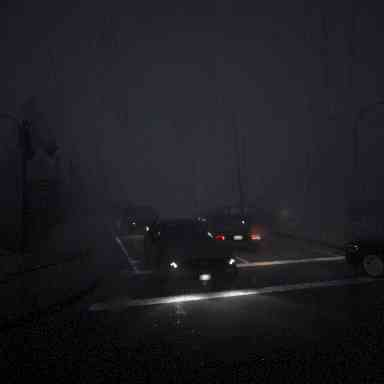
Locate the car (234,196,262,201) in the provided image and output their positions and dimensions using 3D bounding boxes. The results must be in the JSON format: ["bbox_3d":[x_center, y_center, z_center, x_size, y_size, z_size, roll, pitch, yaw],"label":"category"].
[{"bbox_3d":[7.327,1.287,46.177,2.007,1.523,4.514,0,0,-17],"label":"car"}]

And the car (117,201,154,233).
[{"bbox_3d":[-3.111,1.529,19.954,2.033,1.411,5.357,0,0,-17],"label":"car"}]

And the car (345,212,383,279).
[{"bbox_3d":[6.534,1.475,8.257,5.008,1.535,1.882,0,0,39],"label":"car"}]

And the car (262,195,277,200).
[{"bbox_3d":[10.314,1.277,47.135,2.152,1.636,5.027,0,0,-17],"label":"car"}]

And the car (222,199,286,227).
[{"bbox_3d":[2.841,1.466,19.905,5.357,1.411,2.033,-3,1,-15],"label":"car"}]

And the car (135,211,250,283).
[{"bbox_3d":[-0.370,1.543,10.122,2.033,1.411,5.357,0,0,-15],"label":"car"}]

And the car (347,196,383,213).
[{"bbox_3d":[15.578,1.356,29.226,1.970,1.475,3.806,0,0,-17],"label":"car"}]

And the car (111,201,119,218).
[{"bbox_3d":[-6.280,1.515,30.103,2.033,1.411,5.357,0,0,-17],"label":"car"}]

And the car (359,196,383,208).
[{"bbox_3d":[23.875,1.273,43.219,1.845,1.501,3.633,0,0,-17],"label":"car"}]

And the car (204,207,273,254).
[{"bbox_3d":[1.348,1.538,13.403,2.033,1.411,5.357,0,0,-4],"label":"car"}]
